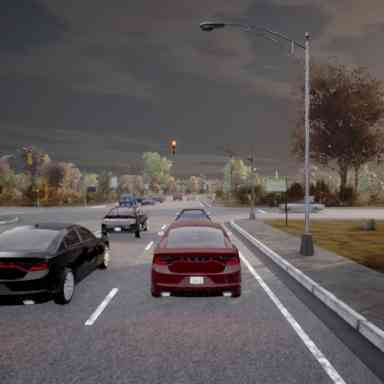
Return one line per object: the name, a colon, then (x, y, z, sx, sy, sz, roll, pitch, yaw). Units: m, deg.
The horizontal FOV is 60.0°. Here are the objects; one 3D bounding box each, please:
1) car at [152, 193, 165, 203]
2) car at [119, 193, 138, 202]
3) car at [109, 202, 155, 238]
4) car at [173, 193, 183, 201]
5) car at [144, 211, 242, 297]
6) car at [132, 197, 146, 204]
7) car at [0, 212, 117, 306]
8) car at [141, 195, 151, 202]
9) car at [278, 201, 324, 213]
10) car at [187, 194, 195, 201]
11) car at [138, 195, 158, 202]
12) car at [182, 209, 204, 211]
car: (-7.179, 1.225, 67.036, 2.150, 2.045, 5.566, 0, 0, 0)
car: (-10.685, 1.221, 55.856, 2.150, 2.045, 5.566, 0, 0, 2)
car: (-3.434, 1.491, 17.628, 2.128, 1.511, 4.902, 0, 0, -1)
car: (-3.703, 1.217, 85.445, 2.150, 2.045, 5.566, 0, 0, 0)
car: (0.081, 1.478, 8.616, 1.882, 1.535, 5.008, 0, 0, 0)
car: (-10.674, 1.601, 67.293, 1.895, 1.301, 4.718, 0, 0, 0)
car: (-3.417, 1.478, 8.141, 1.882, 1.535, 5.008, 0, 0, 0)
car: (-10.688, 1.500, 77.525, 1.837, 1.490, 4.892, 0, 0, 0)
car: (12.041, 1.601, 37.038, 4.718, 1.301, 1.895, 0, 0, 2)
car: (-0.204, 1.348, 85.809, 2.097, 1.767, 4.553, 0, 0, 0)
car: (-7.223, 1.564, 55.437, 1.994, 1.385, 4.181, 0, 0, -1)
car: (0.061, 1.564, 17.605, 1.994, 1.385, 4.181, 0, 0, 0)
